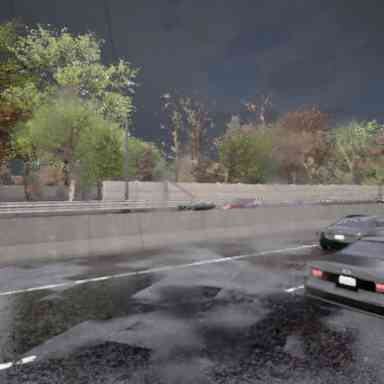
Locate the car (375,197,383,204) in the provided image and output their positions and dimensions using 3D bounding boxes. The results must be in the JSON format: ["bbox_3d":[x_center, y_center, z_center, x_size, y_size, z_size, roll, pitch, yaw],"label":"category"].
[{"bbox_3d":[34.332,1.588,58.446,5.357,1.411,2.033,0,0,-35],"label":"car"}]

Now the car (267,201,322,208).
[{"bbox_3d":[8.878,1.496,27.515,4.902,1.511,2.128,0,0,-35],"label":"car"}]

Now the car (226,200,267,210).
[{"bbox_3d":[5.612,1.605,29.488,4.718,1.301,1.895,0,0,-35],"label":"car"}]

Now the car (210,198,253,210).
[{"bbox_3d":[4.464,1.357,32.964,4.553,1.767,2.097,0,0,-35],"label":"car"}]

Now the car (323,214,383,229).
[{"bbox_3d":[6.846,1.564,12.929,4.181,1.385,1.994,0,0,-35],"label":"car"}]

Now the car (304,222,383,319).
[{"bbox_3d":[4.667,1.547,7.077,5.357,1.411,2.033,0,0,-35],"label":"car"}]

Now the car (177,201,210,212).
[{"bbox_3d":[0.826,1.605,34.271,4.718,1.301,1.895,0,0,-38],"label":"car"}]
